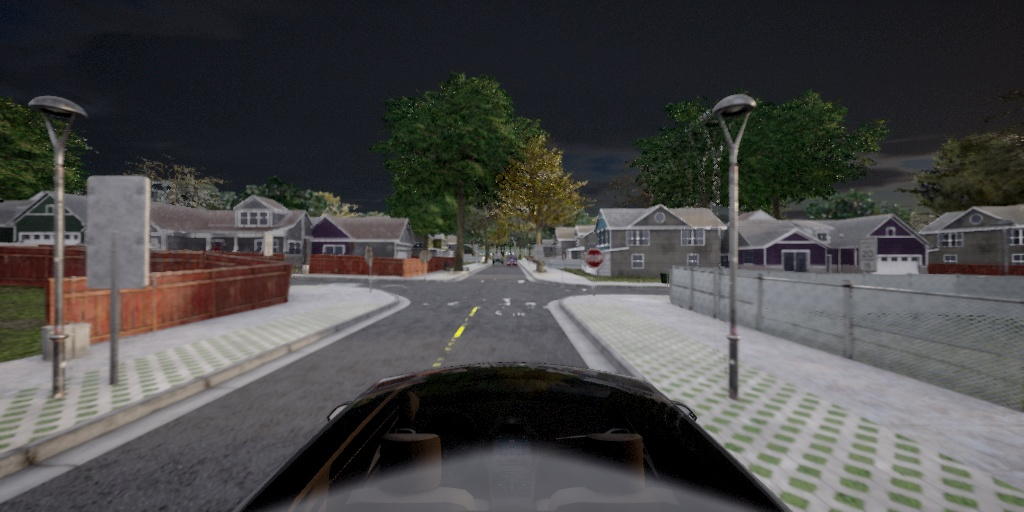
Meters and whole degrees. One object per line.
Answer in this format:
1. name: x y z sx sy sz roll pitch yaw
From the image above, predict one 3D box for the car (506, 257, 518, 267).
1. car: 0.001 1.290 65.124 1.895 1.301 4.718 0 0 0
